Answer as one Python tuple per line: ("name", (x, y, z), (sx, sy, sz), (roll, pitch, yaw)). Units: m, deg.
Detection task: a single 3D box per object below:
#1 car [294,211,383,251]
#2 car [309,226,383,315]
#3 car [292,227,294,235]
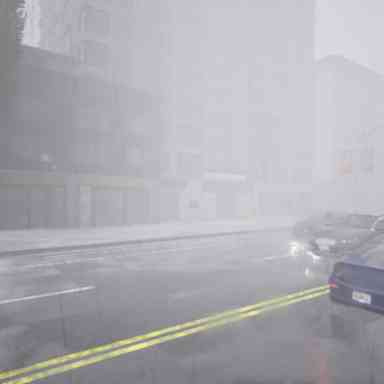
("car", (6.250, 1.547, 12.135), (4.902, 1.511, 2.128), (0, 0, -35))
("car", (4.635, 1.559, 6.747), (4.674, 1.442, 1.812), (0, 0, -35))
("car", (6.924, 1.638, 16.608), (4.181, 1.385, 1.994), (0, 0, -35))
